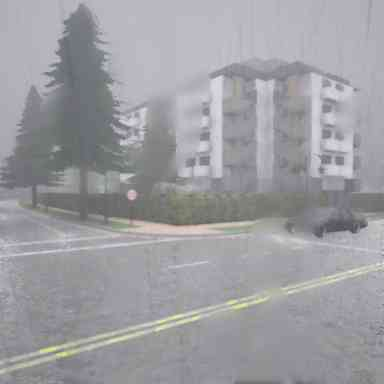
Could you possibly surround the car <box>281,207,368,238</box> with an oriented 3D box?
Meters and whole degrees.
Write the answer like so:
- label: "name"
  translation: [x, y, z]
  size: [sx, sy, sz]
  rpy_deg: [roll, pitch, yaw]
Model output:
- label: "car"
  translation: [7.238, 1.539, 17.833]
  size: [5.357, 1.411, 2.033]
  rpy_deg: [0, 0, -33]
